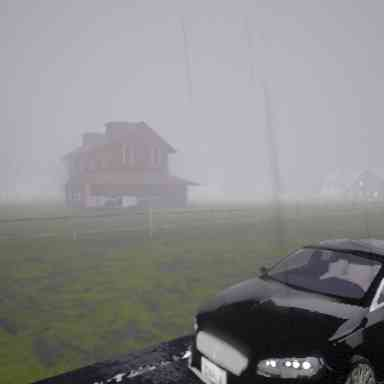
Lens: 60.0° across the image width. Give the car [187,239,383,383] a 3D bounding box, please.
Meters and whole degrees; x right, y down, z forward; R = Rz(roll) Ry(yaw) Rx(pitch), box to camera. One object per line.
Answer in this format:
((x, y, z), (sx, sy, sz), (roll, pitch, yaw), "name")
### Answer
((2.212, 1.474, 4.615), (4.902, 1.511, 2.128), (0, 0, -35), "car")
